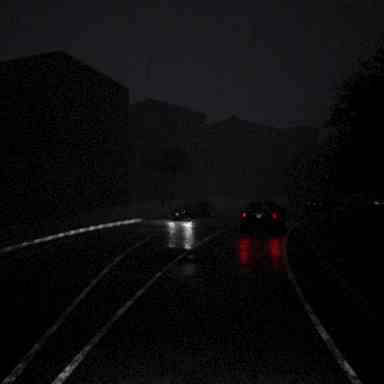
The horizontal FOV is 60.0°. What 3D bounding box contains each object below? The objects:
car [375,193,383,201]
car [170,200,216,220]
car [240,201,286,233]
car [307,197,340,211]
[{"bbox_3d":[32.072,0.327,53.976,5.566,2.045,2.150,-2,0,-31],"label":"car"},{"bbox_3d":[0.173,1.392,26.664,1.837,1.490,4.892,-1,0,32],"label":"car"},{"bbox_3d":[4.218,1.269,19.308,2.097,1.767,4.553,0,0,20],"label":"car"},{"bbox_3d":[14.030,1.220,35.503,2.033,1.411,5.357,-1,1,41],"label":"car"}]
